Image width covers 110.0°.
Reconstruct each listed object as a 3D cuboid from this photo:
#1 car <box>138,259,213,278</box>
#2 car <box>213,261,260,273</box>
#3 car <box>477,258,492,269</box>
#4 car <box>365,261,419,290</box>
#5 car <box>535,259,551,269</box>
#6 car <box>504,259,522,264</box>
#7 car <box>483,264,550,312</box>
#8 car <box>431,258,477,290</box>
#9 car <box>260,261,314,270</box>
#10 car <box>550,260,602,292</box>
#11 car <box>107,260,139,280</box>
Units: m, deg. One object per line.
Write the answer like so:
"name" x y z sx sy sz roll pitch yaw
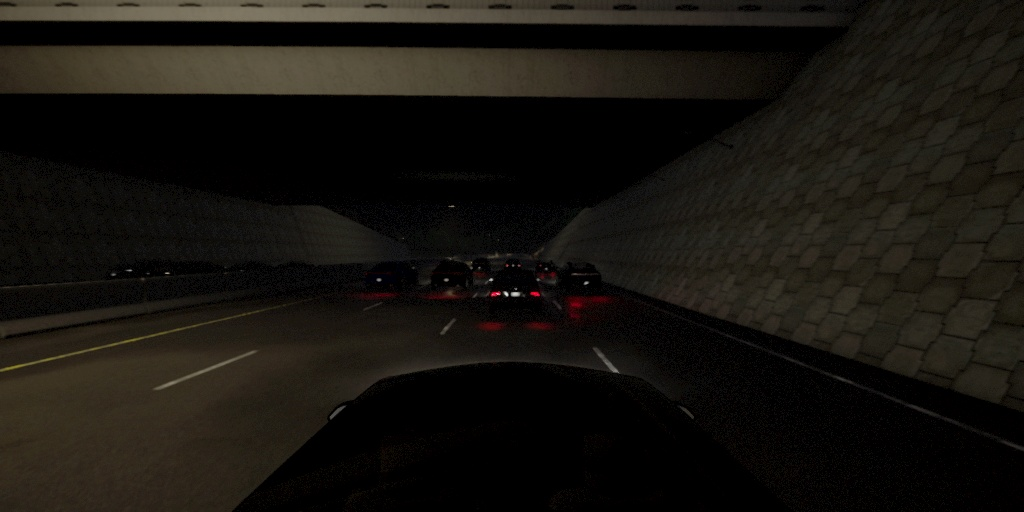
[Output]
"car" -24.590 1.080 27.401 2.033 1.411 5.357 0 0 0
"car" -21.087 1.085 28.840 1.994 1.385 4.181 0 0 0
"car" -3.393 0.934 39.879 1.837 1.490 4.892 0 1 0
"car" -6.892 1.065 21.055 1.882 1.535 5.008 0 0 0
"car" 3.608 1.031 39.824 1.895 1.301 4.718 0 0 0
"car" 0.109 0.993 37.954 2.033 1.411 5.357 0 0 0
"car" 0.105 1.198 13.529 2.033 1.411 5.357 0 1 0
"car" -3.392 1.065 21.014 1.882 1.535 5.008 0 0 0
"car" -17.587 1.085 28.840 1.994 1.385 4.181 0 0 0
"car" 3.607 1.090 19.819 2.128 1.511 4.902 0 0 0
"car" -28.087 1.021 27.737 2.128 1.511 4.902 0 1 0
